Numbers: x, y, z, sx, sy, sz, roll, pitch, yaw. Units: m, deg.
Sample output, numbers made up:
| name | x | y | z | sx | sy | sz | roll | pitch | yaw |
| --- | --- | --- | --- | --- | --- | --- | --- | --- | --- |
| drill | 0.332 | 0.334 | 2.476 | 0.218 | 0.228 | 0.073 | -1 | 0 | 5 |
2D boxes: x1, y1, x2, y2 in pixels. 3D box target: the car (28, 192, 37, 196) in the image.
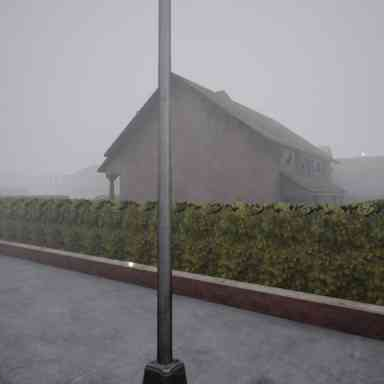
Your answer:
| name | x | y | z | sx | sy | sz | roll | pitch | yaw |
| --- | --- | --- | --- | --- | --- | --- | --- | --- | --- |
| car | -33.518 | 0.980 | 70.190 | 3.866 | 1.878 | 1.905 | 0 | 0 | 36 |
